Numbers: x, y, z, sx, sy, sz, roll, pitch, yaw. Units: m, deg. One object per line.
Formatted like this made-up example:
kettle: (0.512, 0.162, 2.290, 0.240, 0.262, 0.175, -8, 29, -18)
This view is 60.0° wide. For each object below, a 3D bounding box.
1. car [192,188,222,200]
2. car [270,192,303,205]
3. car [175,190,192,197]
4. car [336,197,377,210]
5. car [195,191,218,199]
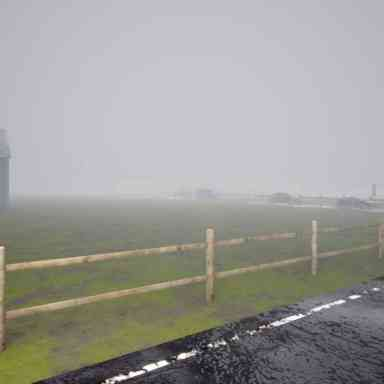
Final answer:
car: (2.968, 0.395, 59.037, 2.150, 2.045, 5.566, 0, 1, -35)
car: (12.829, 0.830, 45.173, 2.097, 1.767, 4.553, 0, 1, -35)
car: (-1.772, 0.362, 71.827, 1.837, 1.490, 4.892, 0, 1, -36)
car: (18.400, 1.216, 37.358, 1.994, 1.385, 4.181, 0, 1, -35)
car: (2.793, 0.597, 65.485, 1.837, 1.490, 4.892, 0, 1, -35)
